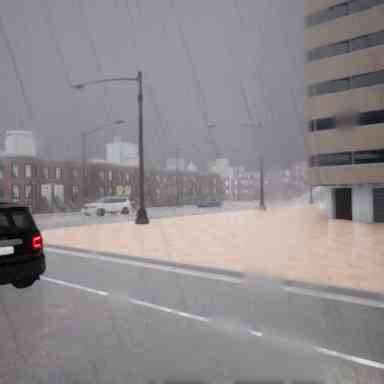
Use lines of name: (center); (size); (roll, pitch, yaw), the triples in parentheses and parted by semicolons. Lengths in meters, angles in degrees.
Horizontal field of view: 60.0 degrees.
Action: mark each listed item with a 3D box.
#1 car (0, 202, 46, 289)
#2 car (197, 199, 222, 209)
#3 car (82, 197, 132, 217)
car: (-5.840, 1.270, 8.102); (5.566, 2.045, 2.150); (-1, 0, 36)
car: (2.685, 1.791, 50.999); (1.882, 1.535, 5.008); (-2, -1, 37)
car: (-8.969, 1.545, 35.437); (2.150, 2.045, 5.566); (-2, -1, 37)
